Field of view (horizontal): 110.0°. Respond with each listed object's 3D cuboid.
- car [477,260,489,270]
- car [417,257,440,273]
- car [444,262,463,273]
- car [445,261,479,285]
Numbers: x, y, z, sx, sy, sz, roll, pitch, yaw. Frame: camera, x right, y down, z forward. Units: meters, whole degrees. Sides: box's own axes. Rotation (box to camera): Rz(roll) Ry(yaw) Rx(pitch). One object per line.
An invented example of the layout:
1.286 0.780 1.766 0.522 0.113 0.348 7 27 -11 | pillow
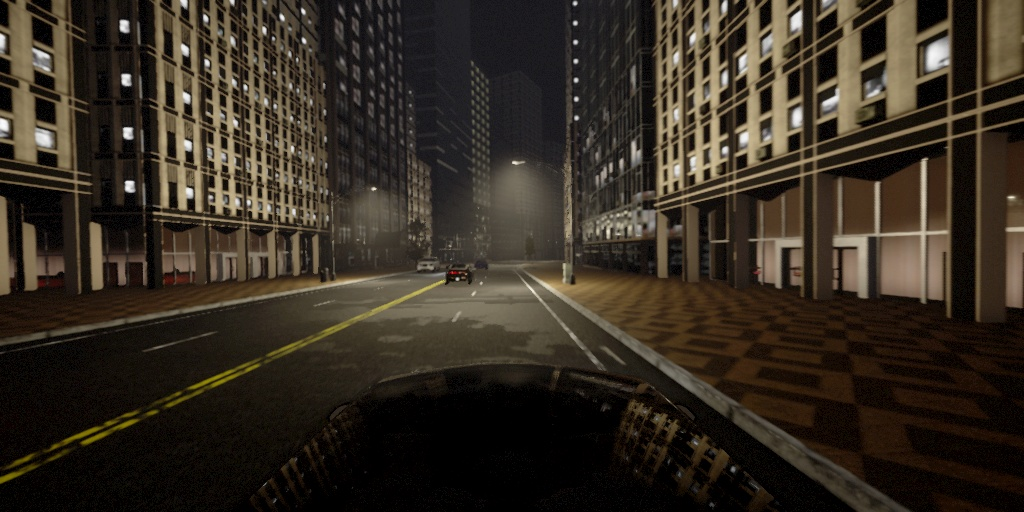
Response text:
-4.478 1.284 53.420 1.882 1.535 5.008 -1 0 0 | car
-11.007 1.122 47.759 2.150 2.045 5.566 -1 0 -2 | car
-7.752 1.459 47.798 1.895 1.301 4.718 -1 0 -2 | car
-3.801 1.306 26.873 1.837 1.490 4.892 -1 0 -2 | car
